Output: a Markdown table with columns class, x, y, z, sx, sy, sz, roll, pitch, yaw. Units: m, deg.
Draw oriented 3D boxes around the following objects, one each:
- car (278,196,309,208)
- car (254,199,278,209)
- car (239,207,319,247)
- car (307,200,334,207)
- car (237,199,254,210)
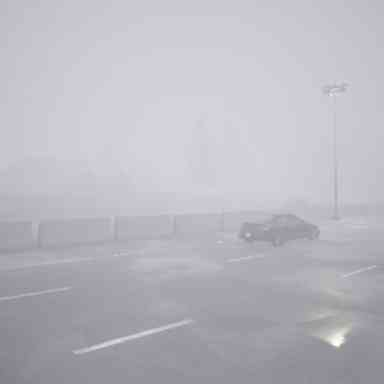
| class | x | y | z | sx | sy | sz | roll | pitch | yaw |
| --- | --- | --- | --- | --- | --- | --- | --- | --- | --- |
| car | 14.439 | 1.631 | 46.000 | 2.150 | 2.045 | 5.566 | -1 | -1 | 41 |
| car | 11.434 | 1.798 | 47.933 | 2.097 | 1.767 | 4.553 | -1 | -1 | 41 |
| car | 4.180 | 1.674 | 15.834 | 4.674 | 1.442 | 1.812 | 0 | 0 | -40 |
| car | 17.384 | 1.941 | 44.105 | 1.994 | 1.385 | 4.181 | -1 | -1 | 40 |
| car | 8.659 | 1.834 | 50.028 | 2.097 | 1.767 | 4.553 | -1 | -1 | 41 |
